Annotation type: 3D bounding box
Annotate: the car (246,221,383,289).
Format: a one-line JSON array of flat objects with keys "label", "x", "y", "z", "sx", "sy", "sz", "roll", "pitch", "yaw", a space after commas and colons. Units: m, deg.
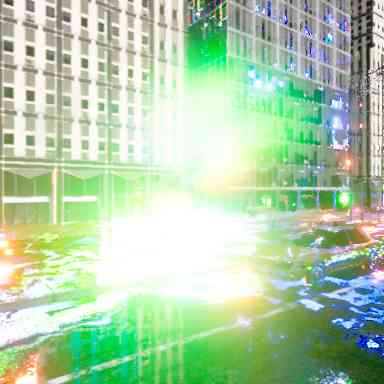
[{"label": "car", "x": 3.605, "y": 1.511, "z": 9.139, "sx": 4.829, "sy": 1.417, "sz": 1.752, "roll": 0, "pitch": 0, "yaw": -36}]
